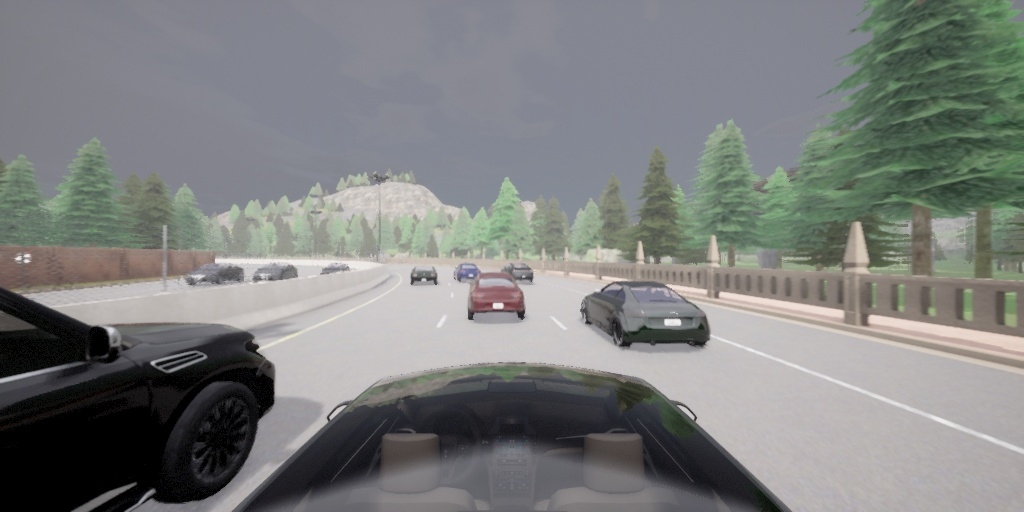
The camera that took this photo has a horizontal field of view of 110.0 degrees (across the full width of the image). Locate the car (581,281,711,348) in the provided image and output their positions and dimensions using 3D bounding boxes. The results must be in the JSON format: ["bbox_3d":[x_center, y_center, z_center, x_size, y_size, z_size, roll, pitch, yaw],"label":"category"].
[{"bbox_3d":[3.183,1.328,9.349,1.994,1.385,4.181,0,0,-3],"label":"car"}]

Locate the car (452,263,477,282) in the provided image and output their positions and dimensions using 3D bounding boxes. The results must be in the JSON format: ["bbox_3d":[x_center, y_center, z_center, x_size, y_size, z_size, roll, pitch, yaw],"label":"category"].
[{"bbox_3d":[-3.676,1.299,29.295,1.812,1.442,4.674,0,0,-14],"label":"car"}]

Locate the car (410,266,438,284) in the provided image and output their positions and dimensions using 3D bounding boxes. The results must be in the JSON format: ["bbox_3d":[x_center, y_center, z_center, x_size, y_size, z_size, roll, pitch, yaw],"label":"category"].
[{"bbox_3d":[-6.650,1.367,27.044,1.895,1.301,4.718,0,0,-14],"label":"car"}]

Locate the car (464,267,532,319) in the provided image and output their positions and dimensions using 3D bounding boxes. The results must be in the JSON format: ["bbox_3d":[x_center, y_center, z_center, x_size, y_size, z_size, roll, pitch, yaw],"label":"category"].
[{"bbox_3d":[-0.638,1.286,12.766,1.812,1.442,4.674,0,0,-6],"label":"car"}]

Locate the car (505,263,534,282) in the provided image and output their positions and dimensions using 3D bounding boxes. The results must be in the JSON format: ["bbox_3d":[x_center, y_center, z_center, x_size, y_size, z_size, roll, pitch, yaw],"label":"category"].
[{"bbox_3d":[0.278,1.270,27.945,2.128,1.511,4.902,0,0,-14],"label":"car"}]

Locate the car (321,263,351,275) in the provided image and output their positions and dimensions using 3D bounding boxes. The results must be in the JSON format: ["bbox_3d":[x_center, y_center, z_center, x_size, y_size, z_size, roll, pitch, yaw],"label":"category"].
[{"bbox_3d":[-15.355,1.303,31.576,2.033,1.411,5.357,0,0,-17],"label":"car"}]

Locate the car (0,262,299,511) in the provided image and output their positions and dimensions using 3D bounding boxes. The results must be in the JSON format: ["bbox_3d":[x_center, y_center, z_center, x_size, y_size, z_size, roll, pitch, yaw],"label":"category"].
[{"bbox_3d":[-3.498,0.965,1.288,2.150,2.045,5.566,0,0,0],"label":"car"}]
